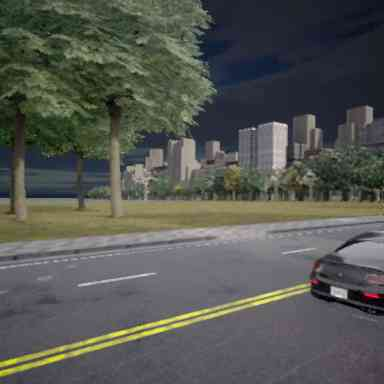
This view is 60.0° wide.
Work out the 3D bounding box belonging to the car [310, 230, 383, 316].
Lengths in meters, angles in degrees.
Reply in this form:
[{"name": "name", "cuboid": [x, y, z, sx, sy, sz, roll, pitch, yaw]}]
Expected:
[{"name": "car", "cuboid": [4.392, 1.530, 6.920, 4.674, 1.442, 1.812, 0, 0, -34]}]
